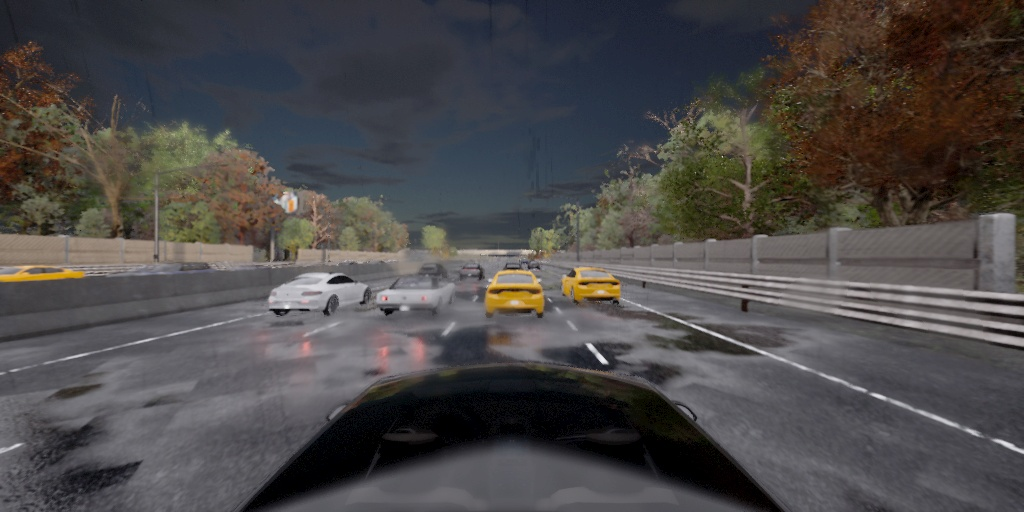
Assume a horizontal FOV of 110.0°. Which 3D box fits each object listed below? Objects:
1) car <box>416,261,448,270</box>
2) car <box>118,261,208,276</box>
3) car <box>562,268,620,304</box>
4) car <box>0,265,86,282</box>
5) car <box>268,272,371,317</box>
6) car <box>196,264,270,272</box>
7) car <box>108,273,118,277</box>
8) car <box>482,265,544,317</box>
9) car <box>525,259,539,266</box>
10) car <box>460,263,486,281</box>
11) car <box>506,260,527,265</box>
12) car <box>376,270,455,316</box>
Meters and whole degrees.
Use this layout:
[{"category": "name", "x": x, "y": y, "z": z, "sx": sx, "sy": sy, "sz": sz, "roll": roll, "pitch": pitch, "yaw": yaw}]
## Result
[{"category": "car", "x": -6.897, "y": 1.370, "z": 31.575, "sx": 1.837, "sy": 1.490, "sz": 4.892, "roll": 0, "pitch": 0, "yaw": 0}, {"category": "car", "x": -21.096, "y": 1.182, "z": 22.537, "sx": 2.097, "sy": 1.767, "sz": 4.553, "roll": 0, "pitch": 0, "yaw": 0}, {"category": "car", "x": 3.500, "y": 1.284, "z": 16.607, "sx": 1.882, "sy": 1.535, "sz": 5.008, "roll": 0, "pitch": 0, "yaw": 0}, {"category": "car", "x": -28.097, "y": 1.300, "z": 20.679, "sx": 1.882, "sy": 1.535, "sz": 5.008, "roll": 0, "pitch": 0, "yaw": 0}, {"category": "car", "x": -6.900, "y": 1.320, "z": 13.306, "sx": 1.812, "sy": 1.442, "sz": 4.674, "roll": 0, "pitch": 0, "yaw": 0}, {"category": "car", "x": -17.599, "y": 1.383, "z": 23.970, "sx": 2.033, "sy": 1.411, "sz": 5.357, "roll": 0, "pitch": 0, "yaw": 0}, {"category": "car", "x": -24.595, "y": 1.329, "z": 24.572, "sx": 2.128, "sy": 1.511, "sz": 4.902, "roll": 0, "pitch": 0, "yaw": 0}, {"category": "car", "x": 0.101, "y": 1.272, "z": 13.362, "sx": 1.882, "sy": 1.535, "sz": 5.008, "roll": 0, "pitch": 0, "yaw": 0}, {"category": "car", "x": 3.503, "y": 1.507, "z": 59.256, "sx": 1.812, "sy": 1.442, "sz": 4.674, "roll": 0, "pitch": 0, "yaw": 0}, {"category": "car", "x": -3.397, "y": 1.357, "z": 31.507, "sx": 2.128, "sy": 1.511, "sz": 4.902, "roll": 0, "pitch": 0, "yaw": 0}, {"category": "car", "x": 0.104, "y": 1.370, "z": 31.546, "sx": 1.837, "sy": 1.490, "sz": 4.892, "roll": 0, "pitch": 0, "yaw": 0}, {"category": "car", "x": -3.398, "y": 1.396, "z": 13.639, "sx": 1.895, "sy": 1.301, "sz": 4.718, "roll": 0, "pitch": 0, "yaw": 0}]
